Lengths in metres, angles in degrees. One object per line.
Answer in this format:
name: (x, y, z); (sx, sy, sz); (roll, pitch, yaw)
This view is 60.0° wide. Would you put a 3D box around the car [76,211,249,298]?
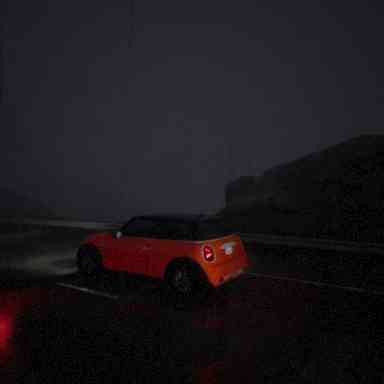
car: (-0.930, 1.342, 8.691); (4.553, 1.767, 2.097); (0, 0, 34)
